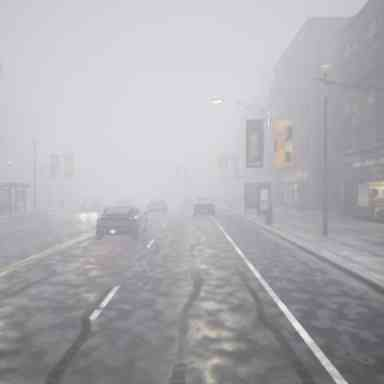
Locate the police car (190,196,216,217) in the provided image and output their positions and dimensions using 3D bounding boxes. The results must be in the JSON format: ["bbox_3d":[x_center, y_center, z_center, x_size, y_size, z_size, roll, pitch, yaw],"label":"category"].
[{"bbox_3d":[1.044,1.295,29.777,1.930,1.638,5.238,0,0,0],"label":"police car"}]

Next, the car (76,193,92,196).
[{"bbox_3d":[-22.576,1.034,73.868,5.357,1.411,2.033,0,0,27],"label":"car"}]

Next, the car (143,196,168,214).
[{"bbox_3d":[-3.446,1.418,33.478,1.994,1.385,4.181,0,0,-1],"label":"car"}]

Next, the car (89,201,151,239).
[{"bbox_3d":[-3.403,1.432,16.725,1.837,1.490,4.892,0,0,0],"label":"car"}]

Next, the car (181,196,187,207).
[{"bbox_3d":[-0.306,1.321,47.142,1.812,1.442,4.674,0,0,-14],"label":"car"}]

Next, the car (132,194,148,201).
[{"bbox_3d":[-10.806,1.214,64.690,2.128,1.511,4.902,0,0,-43],"label":"car"}]

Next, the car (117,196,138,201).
[{"bbox_3d":[-7.292,1.409,35.526,1.994,1.385,4.181,0,0,-2],"label":"car"}]

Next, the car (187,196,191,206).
[{"bbox_3d":[0.865,1.280,40.399,1.801,1.575,5.366,0,0,-5],"label":"car"}]

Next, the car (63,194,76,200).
[{"bbox_3d":[-29.272,1.173,80.197,4.674,1.452,2.002,0,0,20],"label":"car"}]

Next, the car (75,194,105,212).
[{"bbox_3d":[-10.779,1.333,36.519,2.128,1.511,4.902,0,0,-3],"label":"car"}]
